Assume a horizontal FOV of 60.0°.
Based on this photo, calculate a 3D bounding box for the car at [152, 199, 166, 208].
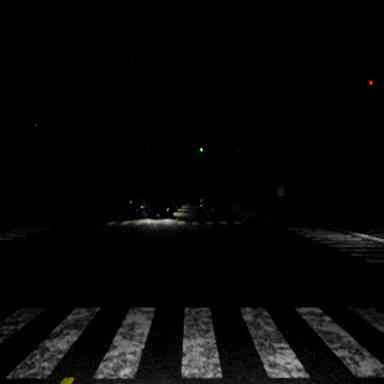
[{"bbox_3d":[-5.500,1.853,55.800,1.947,1.339,4.313,0,0,0],"label":"car"}]

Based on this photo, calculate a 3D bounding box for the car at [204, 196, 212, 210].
[{"bbox_3d":[2.952,1.670,44.413,1.967,1.590,4.097,0,0,0],"label":"car"}]

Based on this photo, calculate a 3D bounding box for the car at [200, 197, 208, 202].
[{"bbox_3d":[3.247,2.015,89.766,1.947,1.339,4.313,0,0,0],"label":"car"}]

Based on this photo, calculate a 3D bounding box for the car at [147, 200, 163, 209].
[{"bbox_3d":[-5.537,1.840,50.132,1.802,1.307,4.206,0,0,0],"label":"car"}]

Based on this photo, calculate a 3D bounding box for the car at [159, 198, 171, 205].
[{"bbox_3d":[-5.426,1.908,67.136,1.947,1.339,4.313,0,0,0],"label":"car"}]

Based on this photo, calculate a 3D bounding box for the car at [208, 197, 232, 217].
[{"bbox_3d":[2.879,1.611,33.075,1.967,1.590,4.097,0,0,0],"label":"car"}]

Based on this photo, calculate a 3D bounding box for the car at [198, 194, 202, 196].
[{"bbox_3d":[2.861,1.857,79.261,1.801,1.575,5.366,0,0,0],"label":"car"}]

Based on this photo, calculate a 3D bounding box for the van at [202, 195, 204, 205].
[{"bbox_3d":[3.025,1.628,55.752,1.690,1.788,3.998,0,0,0],"label":"van"}]

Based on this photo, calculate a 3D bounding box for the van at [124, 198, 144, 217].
[{"bbox_3d":[-5.647,1.512,33.129,1.690,1.788,3.998,0,0,0],"label":"van"}]

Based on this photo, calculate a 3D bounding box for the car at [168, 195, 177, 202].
[{"bbox_3d":[-5.279,1.764,89.810,2.192,1.841,5.009,0,0,0],"label":"car"}]

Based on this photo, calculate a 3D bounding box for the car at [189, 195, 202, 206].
[{"bbox_3d":[0.482,1.841,61.507,1.812,1.442,4.674,0,0,0],"label":"car"}]

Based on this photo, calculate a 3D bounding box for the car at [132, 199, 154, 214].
[{"bbox_3d":[-5.610,1.640,38.797,1.967,1.590,4.097,0,0,0],"label":"car"}]

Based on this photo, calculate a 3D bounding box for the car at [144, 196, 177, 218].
[{"bbox_3d":[-2.937,1.516,31.827,2.097,1.767,4.553,0,0,2],"label":"car"}]

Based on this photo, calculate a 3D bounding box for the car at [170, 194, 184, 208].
[{"bbox_3d":[-2.760,1.489,51.892,2.150,2.045,5.566,0,0,1],"label":"car"}]

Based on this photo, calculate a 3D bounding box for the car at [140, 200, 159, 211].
[{"bbox_3d":[-5.573,1.795,44.464,1.947,1.339,4.313,0,0,0],"label":"car"}]

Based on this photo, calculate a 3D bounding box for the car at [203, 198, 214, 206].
[{"bbox_3d":[3.064,1.841,61.590,1.752,1.417,4.829,0,0,0],"label":"car"}]

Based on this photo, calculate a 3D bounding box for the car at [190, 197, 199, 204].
[{"bbox_3d":[0.483,1.928,73.868,1.994,1.385,4.181,0,0,0],"label":"car"}]

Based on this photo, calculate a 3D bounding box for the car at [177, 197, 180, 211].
[{"bbox_3d":[-2.831,1.693,41.764,1.882,1.535,5.008,0,0,1],"label":"car"}]

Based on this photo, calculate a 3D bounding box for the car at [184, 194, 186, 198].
[{"bbox_3d":[-2.652,1.670,62.117,2.097,1.767,4.553,0,0,1],"label":"car"}]

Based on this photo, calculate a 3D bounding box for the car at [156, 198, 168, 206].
[{"bbox_3d":[-5.464,1.839,61.298,1.752,1.417,4.829,0,0,0],"label":"car"}]
